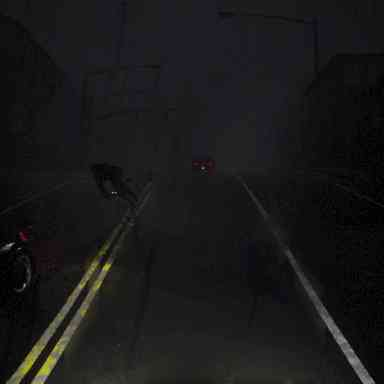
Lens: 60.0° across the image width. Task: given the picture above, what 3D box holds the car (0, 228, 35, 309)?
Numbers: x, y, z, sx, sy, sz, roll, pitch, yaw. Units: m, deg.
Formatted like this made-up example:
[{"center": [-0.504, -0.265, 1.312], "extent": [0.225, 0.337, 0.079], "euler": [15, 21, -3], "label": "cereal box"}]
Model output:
[{"center": [-3.551, 1.204, 3.640], "extent": [1.994, 1.385, 4.181], "euler": [0, 12, 1], "label": "car"}]

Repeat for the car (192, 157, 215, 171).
[{"center": [1.000, -2.304, 28.923], "extent": [1.895, 1.301, 4.718], "euler": [0, 2, 3], "label": "car"}]

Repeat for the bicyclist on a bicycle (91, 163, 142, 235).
[{"center": [-1.545, -0.038, 7.052], "extent": [0.582, 1.656, 1.620], "euler": [-24, -58, 15], "label": "bicyclist on a bicycle"}]
